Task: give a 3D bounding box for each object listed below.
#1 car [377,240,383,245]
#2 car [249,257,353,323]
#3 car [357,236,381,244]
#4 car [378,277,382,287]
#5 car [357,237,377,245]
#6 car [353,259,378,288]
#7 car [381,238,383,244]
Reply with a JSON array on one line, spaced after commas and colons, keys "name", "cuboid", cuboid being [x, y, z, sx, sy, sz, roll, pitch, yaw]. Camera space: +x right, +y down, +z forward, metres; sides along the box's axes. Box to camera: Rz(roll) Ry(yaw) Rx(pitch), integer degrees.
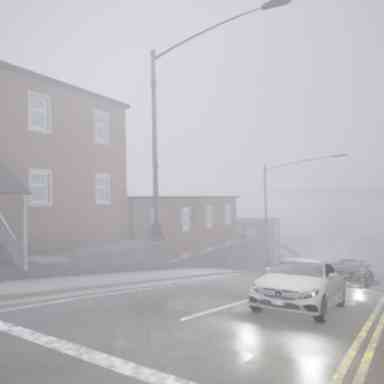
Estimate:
[{"name": "car", "cuboid": [41.667, 10.220, 68.605, 4.974, 1.542, 2.038, -1, -1, -4]}, {"name": "car", "cuboid": [3.274, 2.669, 9.731, 1.812, 1.442, 4.674, -2, -10, 33]}, {"name": "car", "cuboid": [37.760, 10.214, 71.125, 1.853, 1.218, 4.536, -1, -1, -14]}, {"name": "car", "cuboid": [13.844, 7.082, 26.228, 2.128, 1.511, 4.902, -2, -21, 32]}, {"name": "car", "cuboid": [37.777, 10.370, 71.070, 2.038, 1.542, 4.974, -1, -1, -14]}, {"name": "car", "cuboid": [8.613, 4.331, 17.975, 1.994, 1.385, 4.181, -2, -13, 32]}, {"name": "car", "cuboid": [41.715, 10.061, 68.613, 4.536, 1.218, 1.853, -1, -1, -4]}]
